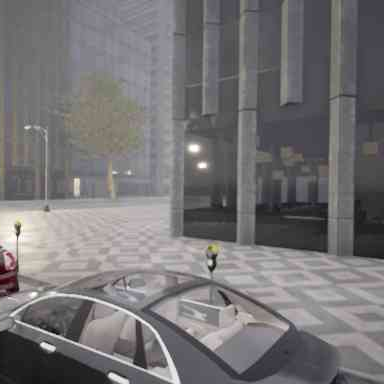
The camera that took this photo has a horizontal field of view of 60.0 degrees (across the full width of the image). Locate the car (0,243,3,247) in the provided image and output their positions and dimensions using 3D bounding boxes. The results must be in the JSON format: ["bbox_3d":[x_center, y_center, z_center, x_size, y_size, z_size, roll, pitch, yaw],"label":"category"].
[{"bbox_3d":[-5.365,1.335,6.767,4.097,1.590,1.967,1,1,35],"label":"car"}]

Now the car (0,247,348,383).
[{"bbox_3d":[-0.766,1.518,3.501,4.403,1.369,2.008,1,1,35],"label":"car"}]
